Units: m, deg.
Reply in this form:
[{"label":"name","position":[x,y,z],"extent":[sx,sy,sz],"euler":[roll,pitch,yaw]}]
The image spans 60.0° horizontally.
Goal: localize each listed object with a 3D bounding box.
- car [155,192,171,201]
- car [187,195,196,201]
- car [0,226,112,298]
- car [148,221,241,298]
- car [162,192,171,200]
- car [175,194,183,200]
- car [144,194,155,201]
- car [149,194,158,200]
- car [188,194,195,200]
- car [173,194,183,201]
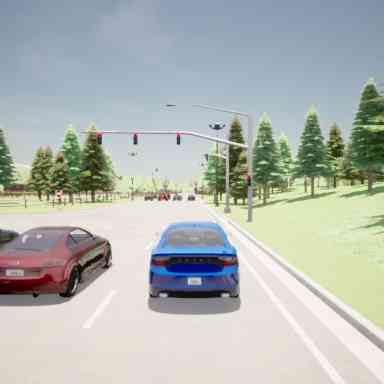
[{"label":"car","position":[-7.141,1.217,82.471],"extent":[2.150,2.045,5.566],"euler":[0,0,0]},{"label":"car","position":[-0.140,1.469,82.453],"extent":[1.882,1.535,5.008],"euler":[0,0,0]},{"label":"car","position":[-3.451,1.564,8.578],"extent":[1.994,1.385,4.181],"euler":[0,0,1]},{"label":"car","position":[0.055,1.478,8.550],"extent":[1.882,1.535,5.008],"euler":[0,0,0]},{"label":"car","position":[-7.158,1.057,92.891],"extent":[2.150,2.045,5.566],"euler":[0,0,0]},{"label":"car","position":[-3.658,1.385,92.867],"extent":[1.994,1.385,4.181],"euler":[0,0,0]},{"label":"car","position":[-10.640,1.491,82.435],"extent":[1.837,1.490,4.892],"euler":[0,0,0]},{"label":"car","position":[-10.658,1.332,92.855],"extent":[1.837,1.490,4.892],"euler":[0,0,0]},{"label":"car","position":[-0.158,1.385,92.873],"extent":[1.994,1.385,4.181],"euler":[0,0,0]},{"label":"car","position":[-3.641,1.346,82.800],"extent":[2.097,1.767,4.553],"euler":[0,0,0]}]
